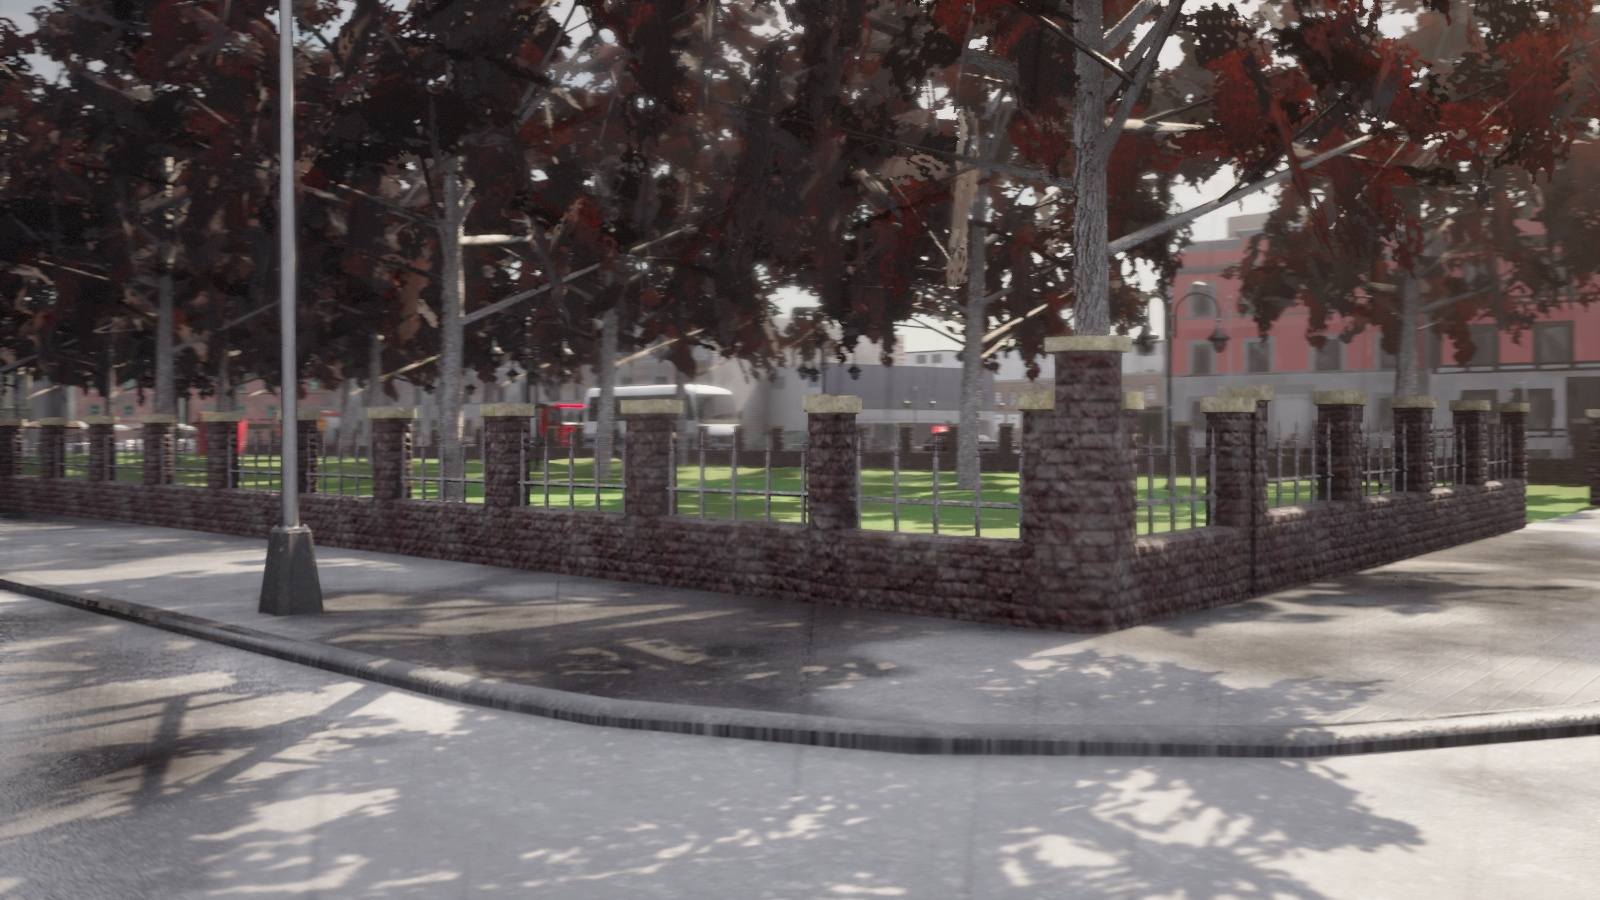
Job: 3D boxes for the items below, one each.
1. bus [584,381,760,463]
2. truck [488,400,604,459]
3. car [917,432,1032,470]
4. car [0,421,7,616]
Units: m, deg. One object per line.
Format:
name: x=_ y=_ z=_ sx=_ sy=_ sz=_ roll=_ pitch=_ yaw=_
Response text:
bus: x=-7.302 y=-1.538 z=70.339 sx=10.273 sy=4.253 sz=3.944 roll=1 pitch=1 yaw=42
truck: x=-15.879 y=-1.286 z=78.059 sx=7.936 sy=3.462 sz=2.891 roll=1 pitch=1 yaw=42
car: x=7.841 y=0.022 z=56.704 sx=4.856 sy=1.649 sz=2.033 roll=1 pitch=1 yaw=42
car: x=-9.272 y=0.562 z=11.354 sx=4.856 sy=1.649 sz=2.033 roll=1 pitch=1 yaw=38
